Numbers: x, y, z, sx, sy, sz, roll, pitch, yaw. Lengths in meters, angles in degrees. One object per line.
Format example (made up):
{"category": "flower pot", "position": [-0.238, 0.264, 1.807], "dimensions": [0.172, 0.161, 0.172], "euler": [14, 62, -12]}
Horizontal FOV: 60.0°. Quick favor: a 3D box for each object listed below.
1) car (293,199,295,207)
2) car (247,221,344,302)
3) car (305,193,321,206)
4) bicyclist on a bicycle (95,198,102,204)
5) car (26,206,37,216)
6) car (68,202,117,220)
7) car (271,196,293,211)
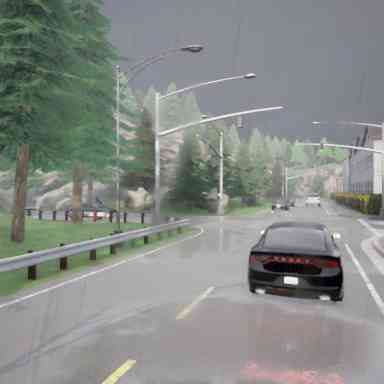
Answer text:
{"category": "car", "position": [14.505, 1.368, 50.721], "dimensions": [2.097, 1.767, 4.553], "euler": [0, 0, 21]}
{"category": "car", "position": [2.703, 1.480, 8.479], "dimensions": [1.882, 1.535, 5.008], "euler": [0, 0, 20]}
{"category": "car", "position": [19.692, 1.238, 54.077], "dimensions": [2.150, 2.045, 5.566], "euler": [0, 0, 20]}
{"category": "bicyclist on a bicycle", "position": [-10.287, 1.425, 36.588], "dimensions": [0.582, 1.620, 1.656], "euler": [-2, 5, 20]}
{"category": "car", "position": [-17.417, 1.569, 31.739], "dimensions": [5.357, 1.411, 2.033], "euler": [0, 0, 21]}
{"category": "car", "position": [-8.490, 1.586, 28.421], "dimensions": [4.181, 1.385, 1.994], "euler": [0, 0, 20]}
{"category": "car", "position": [11.073, 1.504, 41.550], "dimensions": [2.128, 1.511, 4.902], "euler": [0, 0, 20]}
